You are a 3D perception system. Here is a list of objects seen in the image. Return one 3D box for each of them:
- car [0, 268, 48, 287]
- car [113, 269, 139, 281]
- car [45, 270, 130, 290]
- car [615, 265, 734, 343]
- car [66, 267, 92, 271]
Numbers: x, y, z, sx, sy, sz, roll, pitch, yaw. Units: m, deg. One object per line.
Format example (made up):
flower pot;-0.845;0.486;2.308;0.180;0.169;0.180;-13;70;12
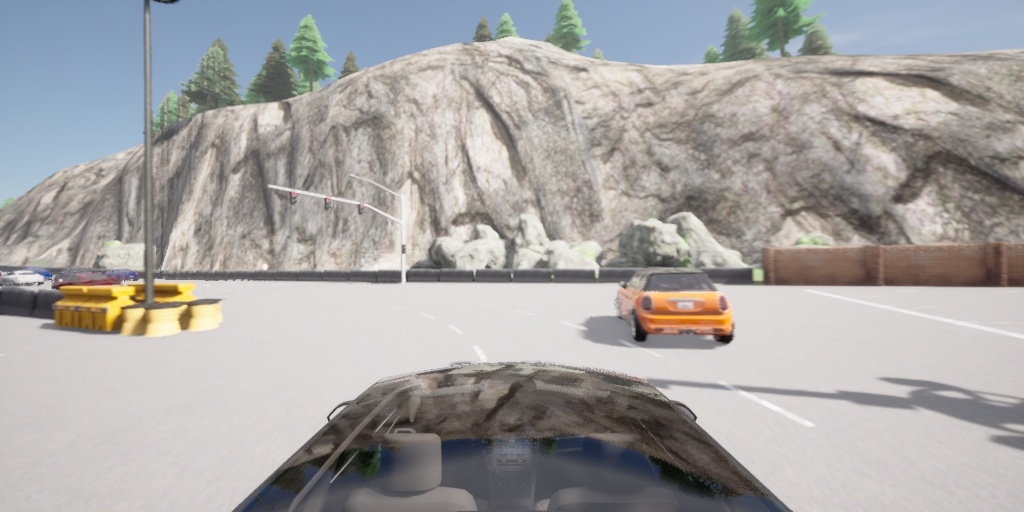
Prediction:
car;-47.976;2.190;35.103;4.674;1.442;1.812;0;0;21
car;-45.451;2.210;41.631;4.674;1.442;1.812;0;0;21
car;-28.232;1.900;23.824;5.008;1.535;1.882;-1;-1;21
car;4.116;1.106;9.857;2.097;1.767;4.553;-1;-1;10
car;-46.329;2.219;38.218;5.357;1.411;2.033;0;0;21
